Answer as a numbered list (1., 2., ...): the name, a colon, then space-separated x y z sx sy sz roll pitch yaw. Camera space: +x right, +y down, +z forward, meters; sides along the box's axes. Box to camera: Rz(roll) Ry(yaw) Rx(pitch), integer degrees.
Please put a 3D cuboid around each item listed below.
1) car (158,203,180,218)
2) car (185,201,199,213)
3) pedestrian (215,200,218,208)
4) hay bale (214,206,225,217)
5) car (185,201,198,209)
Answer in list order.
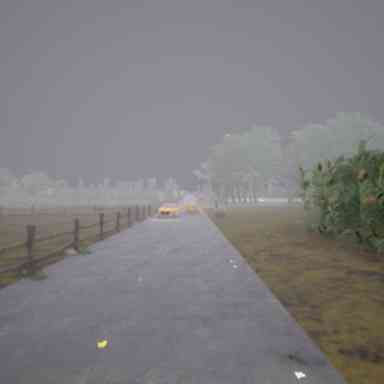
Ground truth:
1. car: -2.577 2.060 38.043 1.882 1.535 5.008 1 -1 7
2. car: -0.006 2.205 47.328 1.882 1.535 5.008 0 -1 0
3. pedestrian: 2.815 1.852 38.828 0.375 1.860 0.375 1 -2 -5
4. hay bale: 3.104 2.232 37.701 1.220 1.180 1.240 -1 -2 0
5. car: -0.119 2.548 67.142 2.033 1.411 5.357 0 0 -5
